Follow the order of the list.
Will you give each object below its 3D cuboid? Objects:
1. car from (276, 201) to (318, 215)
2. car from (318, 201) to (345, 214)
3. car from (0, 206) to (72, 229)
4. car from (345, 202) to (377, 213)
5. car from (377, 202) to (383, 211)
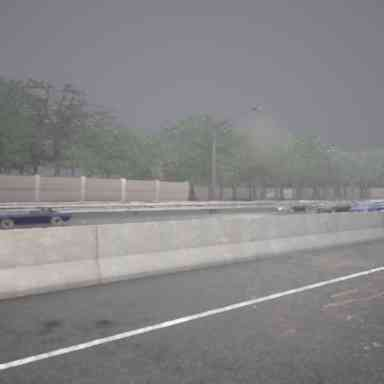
[{"bbox_3d":[11.660,1.739,37.963,4.902,1.511,2.128,1,0,-35],"label":"car"},{"bbox_3d":[15.813,1.747,36.603,5.008,1.535,1.882,1,0,-35],"label":"car"},{"bbox_3d":[-10.596,1.627,21.965,4.718,1.301,1.895,1,0,-37],"label":"car"},{"bbox_3d":[18.138,1.750,33.959,5.008,1.535,1.882,1,0,-35],"label":"car"},{"bbox_3d":[19.697,1.816,30.783,5.357,1.411,2.033,1,0,-35],"label":"car"}]
